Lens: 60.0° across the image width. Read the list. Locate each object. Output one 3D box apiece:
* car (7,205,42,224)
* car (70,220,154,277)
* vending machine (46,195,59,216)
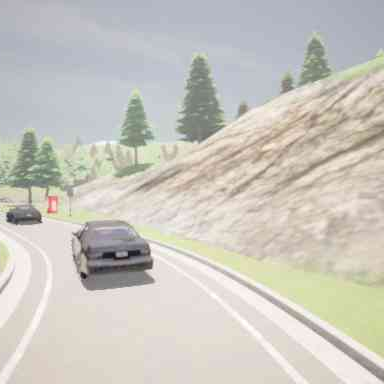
[{"bbox_3d":[-13.414,1.719,26.532,1.994,1.385,4.181,0,0,-37],"label":"car"},{"bbox_3d":[-2.708,1.593,10.504,2.033,1.411,5.357,0,0,-23],"label":"car"},{"bbox_3d":[-14.493,1.378,34.570,1.100,2.100,0.880,0,0,-38],"label":"vending machine"}]
